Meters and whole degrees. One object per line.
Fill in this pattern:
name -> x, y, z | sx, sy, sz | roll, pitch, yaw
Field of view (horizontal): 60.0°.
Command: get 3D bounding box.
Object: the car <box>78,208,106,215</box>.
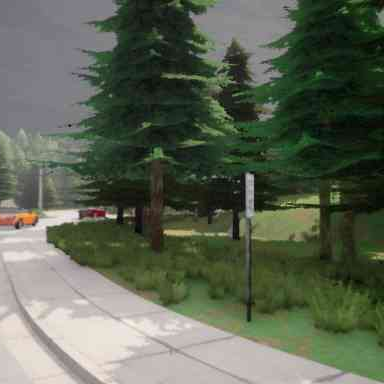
car -> -12.115, 2.488, 40.723 | 1.882, 1.535, 5.008 | 0, -1, 8

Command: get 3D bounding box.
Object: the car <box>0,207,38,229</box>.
car -> -14.270, 2.005, 27.033 | 2.097, 1.767, 4.553 | 0, -1, -4
